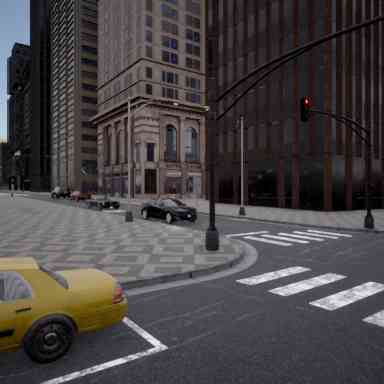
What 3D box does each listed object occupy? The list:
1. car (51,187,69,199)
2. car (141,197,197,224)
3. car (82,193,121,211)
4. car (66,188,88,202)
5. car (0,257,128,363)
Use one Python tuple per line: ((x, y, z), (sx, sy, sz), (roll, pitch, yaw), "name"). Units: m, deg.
((-21.926, 0.133, 55.751), (2.150, 2.045, 5.566), (0, 1, -36), "car")
((-1.618, 1.129, 22.020), (1.882, 1.535, 5.008), (0, 1, -36), "car")
((-8.513, 1.023, 31.661), (1.895, 1.301, 4.718), (0, 1, -36), "car")
((-15.965, 0.575, 47.490), (1.882, 1.535, 5.008), (0, 1, -35), "car")
((-3.283, 1.525, 4.308), (4.829, 1.417, 1.752), (0, 0, -35), "car")
